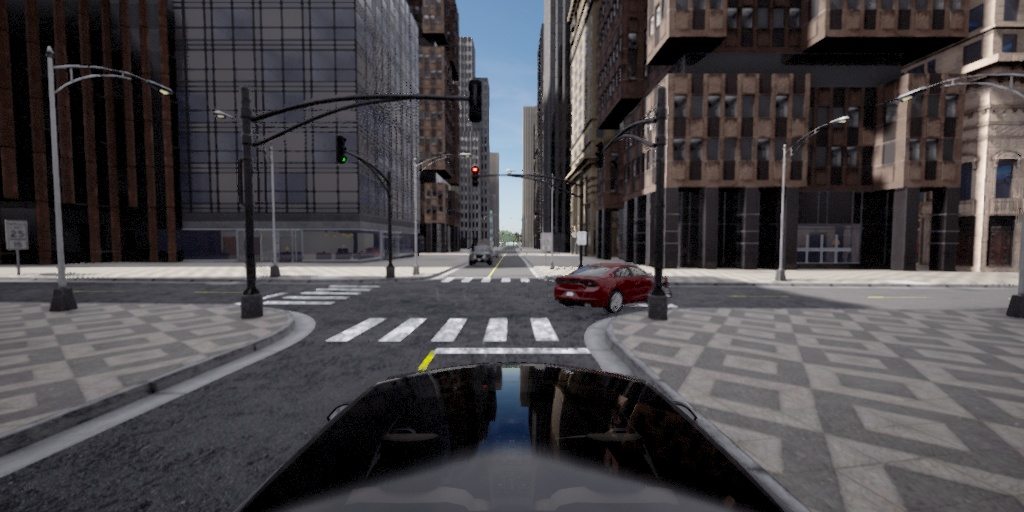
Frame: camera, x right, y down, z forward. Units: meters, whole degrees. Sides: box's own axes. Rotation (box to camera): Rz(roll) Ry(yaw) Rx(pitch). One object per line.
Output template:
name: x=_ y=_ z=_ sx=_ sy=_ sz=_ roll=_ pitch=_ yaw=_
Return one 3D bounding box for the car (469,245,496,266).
car: x=-3.112 y=-0.076 z=36.752 sx=2.150 sy=2.045 sz=5.566 roll=0 pitch=2 yaw=0

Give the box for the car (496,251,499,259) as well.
car: x=-3.082 y=-0.291 z=55.153 sx=1.994 sy=1.385 sz=4.181 roll=0 pitch=2 yaw=0

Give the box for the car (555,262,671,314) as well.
car: x=3.655 y=0.965 z=12.604 sx=5.008 sy=1.535 sz=1.882 roll=-1 pitch=1 yaw=-41
